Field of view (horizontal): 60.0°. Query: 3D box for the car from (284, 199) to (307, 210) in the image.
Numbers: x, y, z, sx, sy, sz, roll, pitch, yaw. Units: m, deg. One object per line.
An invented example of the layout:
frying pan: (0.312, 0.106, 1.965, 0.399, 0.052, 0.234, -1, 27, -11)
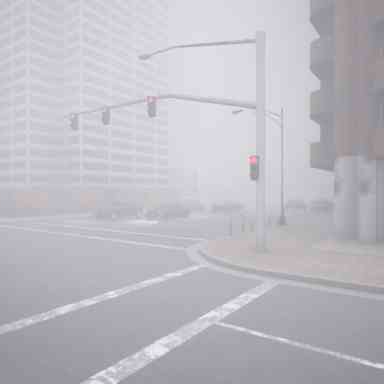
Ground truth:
car: (13.609, 1.562, 43.642, 1.994, 1.385, 4.181, 0, 0, 35)

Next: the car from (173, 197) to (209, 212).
car: (-0.375, 1.562, 36.206, 1.994, 1.385, 4.181, 0, 0, 35)

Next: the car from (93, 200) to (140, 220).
car: (-6.097, 1.503, 28.081, 1.837, 1.490, 4.892, 0, 0, 35)

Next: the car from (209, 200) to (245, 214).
car: (3.887, 1.599, 36.174, 1.895, 1.301, 4.718, 0, 0, 35)

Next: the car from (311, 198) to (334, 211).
car: (16.243, 1.477, 41.264, 1.882, 1.535, 5.008, 0, 0, 35)

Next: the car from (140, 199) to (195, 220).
car: (-1.987, 1.562, 27.840, 1.994, 1.385, 4.181, 0, 0, 35)
